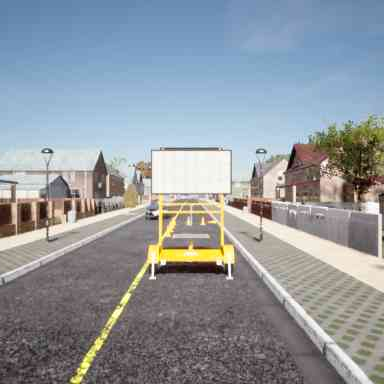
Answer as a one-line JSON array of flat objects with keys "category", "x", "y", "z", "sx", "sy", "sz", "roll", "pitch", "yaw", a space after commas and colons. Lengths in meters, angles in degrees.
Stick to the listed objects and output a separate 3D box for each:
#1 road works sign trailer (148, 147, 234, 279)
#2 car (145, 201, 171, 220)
[{"category": "road works sign trailer", "x": -0.019, "y": 0.471, "z": 10.013, "sx": 2.380, "sy": 3.560, "sz": 2.880, "roll": 0, "pitch": 0, "yaw": 0}, {"category": "car", "x": -2.840, "y": 1.531, "z": 28.490, "sx": 2.128, "sy": 1.511, "sz": 4.902, "roll": 0, "pitch": 0, "yaw": 0}]
